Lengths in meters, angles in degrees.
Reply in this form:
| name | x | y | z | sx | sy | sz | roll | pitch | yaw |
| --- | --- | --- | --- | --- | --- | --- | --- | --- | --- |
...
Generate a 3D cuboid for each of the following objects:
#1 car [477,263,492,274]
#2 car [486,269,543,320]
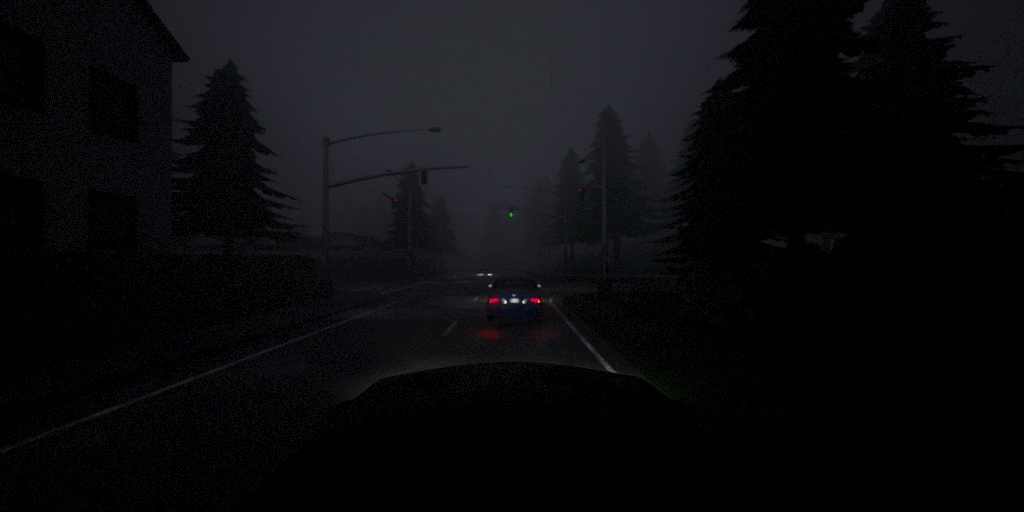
| name | x | y | z | sx | sy | sz | roll | pitch | yaw |
| --- | --- | --- | --- | --- | --- | --- | --- | --- | --- |
| car | -3.609 | 1.627 | 47.937 | 2.033 | 1.411 | 5.357 | 0 | 0 | -2 |
| car | 0.093 | 1.378 | 13.012 | 2.033 | 1.411 | 5.357 | 0 | 0 | 0 |
